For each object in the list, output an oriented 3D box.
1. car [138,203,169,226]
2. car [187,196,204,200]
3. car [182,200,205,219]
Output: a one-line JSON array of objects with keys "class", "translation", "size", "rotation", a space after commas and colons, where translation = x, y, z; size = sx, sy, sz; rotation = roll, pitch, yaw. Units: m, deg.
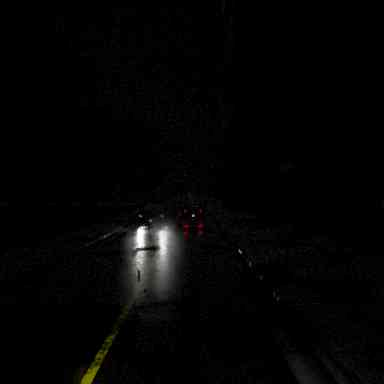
[{"class": "car", "translation": [-2.599, 1.531, 23.259], "size": [1.812, 1.442, 4.674], "rotation": [0, 0, 0]}, {"class": "car", "translation": [0.086, 1.524, 42.468], "size": [2.128, 1.511, 4.902], "rotation": [0, 0, 0]}, {"class": "car", "translation": [0.089, 1.612, 29.152], "size": [1.895, 1.301, 4.718], "rotation": [0, 0, 0]}]
